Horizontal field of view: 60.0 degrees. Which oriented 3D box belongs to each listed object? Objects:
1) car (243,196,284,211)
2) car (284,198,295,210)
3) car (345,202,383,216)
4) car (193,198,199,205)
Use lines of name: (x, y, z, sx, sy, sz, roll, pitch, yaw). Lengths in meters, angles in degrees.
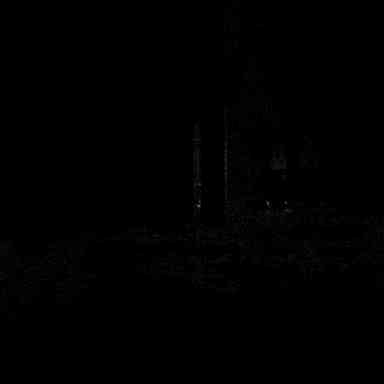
car: (8.478, 1.338, 40.811, 2.097, 1.767, 4.553, 0, 0, -35)
car: (11.148, 1.332, 42.663, 2.097, 1.767, 4.553, 0, 0, -35)
car: (16.347, 1.594, 29.672, 1.895, 1.301, 4.718, 0, 0, -38)
car: (-0.751, 1.466, 59.661, 1.882, 1.535, 5.008, 0, 0, -35)
